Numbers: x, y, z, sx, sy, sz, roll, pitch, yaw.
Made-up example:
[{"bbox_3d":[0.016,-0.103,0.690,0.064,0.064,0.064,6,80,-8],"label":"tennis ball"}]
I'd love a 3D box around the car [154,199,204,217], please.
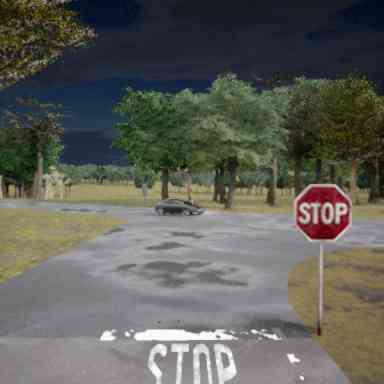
[{"bbox_3d":[-1.212,1.427,30.211,4.892,1.490,1.837,0,0,35],"label":"car"}]
